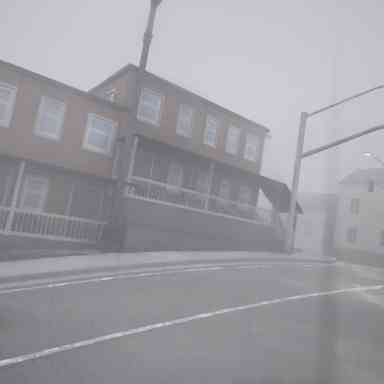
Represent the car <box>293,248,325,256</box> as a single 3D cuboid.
[{"bbox_3d":[9.652,5.690,29.288,1.812,1.442,4.674,14,-16,-34],"label":"car"}]
